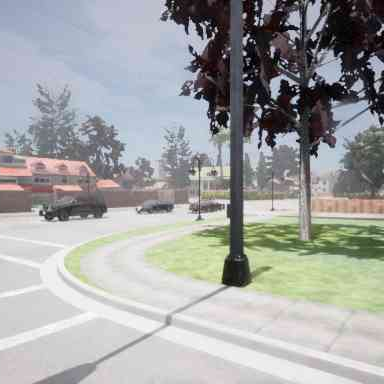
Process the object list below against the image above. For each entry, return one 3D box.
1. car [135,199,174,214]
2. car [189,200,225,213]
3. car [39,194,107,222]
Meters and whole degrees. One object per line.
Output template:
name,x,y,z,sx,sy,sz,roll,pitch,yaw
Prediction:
car,-3.952,1.491,35.450,2.128,1.511,4.902,0,0,34
car,1.762,1.547,37.319,2.033,1.411,5.357,0,0,34
car,-9.524,1.222,27.226,2.150,2.045,5.566,0,0,34
